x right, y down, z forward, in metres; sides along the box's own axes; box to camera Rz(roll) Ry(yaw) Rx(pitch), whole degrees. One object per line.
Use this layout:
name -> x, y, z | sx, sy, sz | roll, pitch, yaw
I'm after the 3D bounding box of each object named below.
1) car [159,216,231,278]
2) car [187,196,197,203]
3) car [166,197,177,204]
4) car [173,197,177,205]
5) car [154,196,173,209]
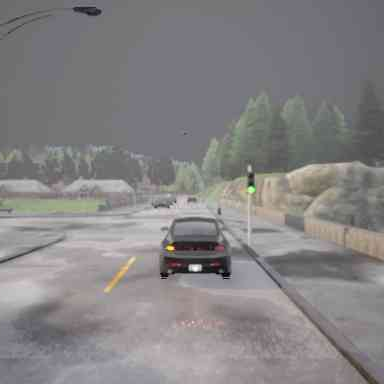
car -> 0.085, 1.508, 10.157 | 1.837, 1.490, 4.892 | 0, 0, 0
car -> 0.016, 1.495, 67.102 | 1.882, 1.535, 5.008 | 0, 0, 0
car -> -3.985, 1.616, 66.049 | 1.895, 1.301, 4.718 | 0, 0, 0
car -> -4.064, 1.518, 55.867 | 1.837, 1.490, 4.892 | 0, 0, 0
car -> -4.084, 1.575, 45.852 | 1.994, 1.385, 4.181 | 0, 0, 0
